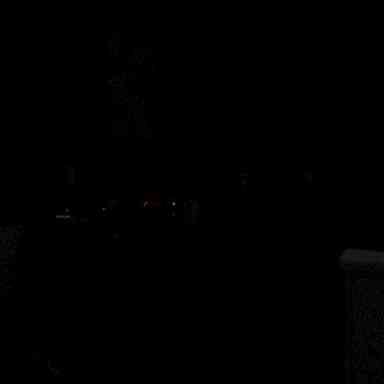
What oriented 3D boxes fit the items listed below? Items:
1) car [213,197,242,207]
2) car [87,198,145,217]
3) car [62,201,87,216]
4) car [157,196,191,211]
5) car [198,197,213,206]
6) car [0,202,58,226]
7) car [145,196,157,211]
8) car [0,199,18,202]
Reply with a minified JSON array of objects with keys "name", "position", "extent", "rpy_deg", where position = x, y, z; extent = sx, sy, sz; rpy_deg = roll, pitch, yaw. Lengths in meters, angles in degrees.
[{"name":"car","position":[5.901,1.520,51.545],"extent":[2.033,1.411,5.357],"rpy_deg":[0,0,33]},{"name":"car","position":[-7.006,1.450,31.269],"extent":[1.882,1.535,5.008],"rpy_deg":[0,0,32]},{"name":"car","position":[-10.446,1.532,32.378],"extent":[1.994,1.385,4.181],"rpy_deg":[0,0,32]},{"name":"car","position":[-1.624,1.324,39.776],"extent":[2.097,1.767,4.553],"rpy_deg":[0,0,32]},{"name":"car","position":[2.556,1.515,52.817],"extent":[2.033,1.411,5.357],"rpy_deg":[0,0,33]},{"name":"car","position":[-12.022,1.573,23.326],"extent":[1.895,1.301,4.718],"rpy_deg":[0,0,32]},{"name":"car","position":[-5.113,1.320,40.807],"extent":[2.097,1.767,4.553],"rpy_deg":[0,0,32]},{"name":"car","position":[-15.061,1.320,25.070],"extent":[2.097,1.767,4.553],"rpy_deg":[0,0,32]}]
